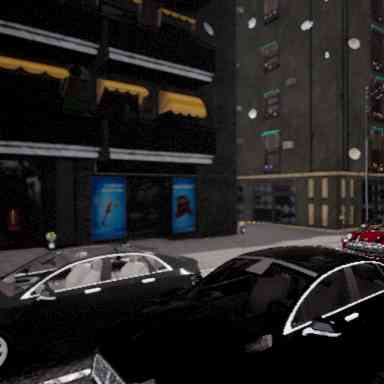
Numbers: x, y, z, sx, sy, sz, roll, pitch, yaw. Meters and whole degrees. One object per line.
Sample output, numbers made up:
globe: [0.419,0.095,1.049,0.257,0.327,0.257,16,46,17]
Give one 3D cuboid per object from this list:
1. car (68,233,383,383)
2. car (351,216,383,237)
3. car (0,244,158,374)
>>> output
car: [1.226,1.536,4.254,4.892,1.490,1.837,1,0,-35]
car: [7.003,1.556,11.578,4.097,1.590,1.967,1,-1,-35]
car: [-1.799,1.565,5.294,4.403,1.369,2.008,1,-1,-35]
